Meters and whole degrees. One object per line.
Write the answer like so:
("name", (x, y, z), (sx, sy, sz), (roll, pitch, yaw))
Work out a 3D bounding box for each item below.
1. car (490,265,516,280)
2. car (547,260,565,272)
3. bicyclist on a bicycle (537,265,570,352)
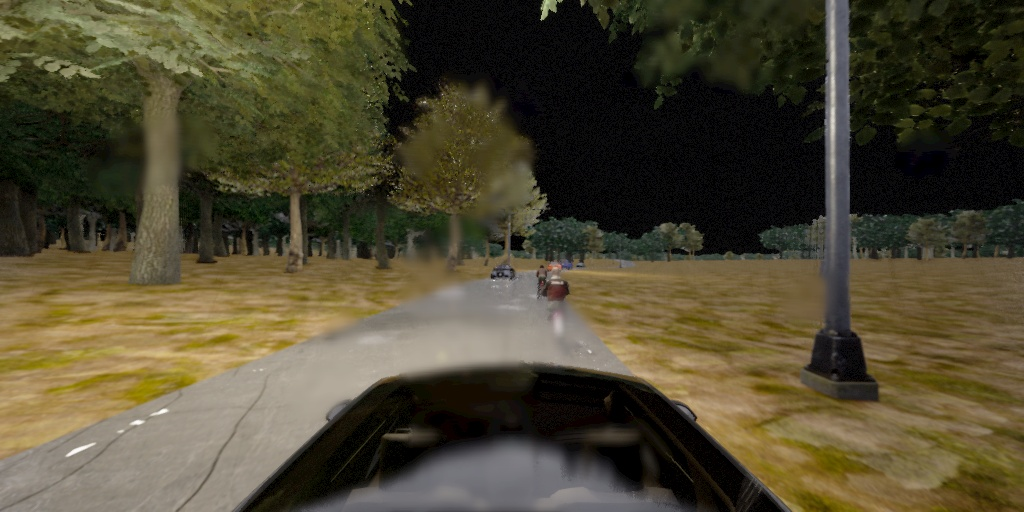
("car", (-0.780, 1.523, 34.128), (1.994, 1.385, 4.181), (0, -1, 8))
("car", (7.088, 1.658, 58.821), (2.097, 1.767, 4.553), (0, -1, 13))
("bicyclist on a bicycle", (0.992, 1.130, 8.090), (0.659, 1.776, 1.843), (0, 0, 2))
